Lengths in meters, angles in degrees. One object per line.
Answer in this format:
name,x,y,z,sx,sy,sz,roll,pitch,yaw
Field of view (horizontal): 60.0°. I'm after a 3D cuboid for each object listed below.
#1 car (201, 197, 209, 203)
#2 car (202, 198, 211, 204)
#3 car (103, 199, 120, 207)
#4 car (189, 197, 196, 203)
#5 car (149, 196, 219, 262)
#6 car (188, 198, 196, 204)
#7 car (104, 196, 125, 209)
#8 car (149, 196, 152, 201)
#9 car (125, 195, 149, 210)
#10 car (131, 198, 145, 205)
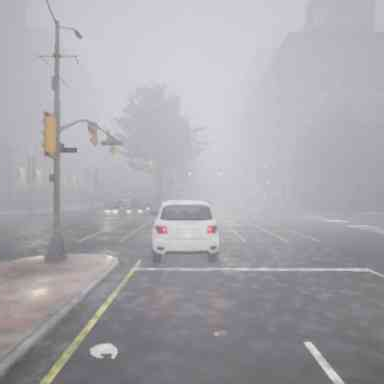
car,3.509,2.185,90.281,1.994,1.385,4.181,0,0,0
car,3.508,2.109,81.281,2.033,1.411,5.357,0,0,0
car,-14.744,2.023,61.086,1.895,1.301,4.718,0,0,0
car,0.009,2.132,90.282,1.837,1.490,4.892,0,0,0
car,-0.398,1.314,12.678,2.150,2.045,5.566,0,0,-6
car,0.008,2.106,80.819,2.033,1.411,5.357,0,0,0
car,-11.563,1.849,51.048,2.128,1.511,4.902,0,0,0
car,-8.018,1.933,58.163,1.812,1.442,4.674,0,0,1
car,-8.075,1.697,49.280,2.097,1.767,4.553,0,0,0
car,-11.493,2.025,71.405,2.128,1.511,4.902,0,0,0
